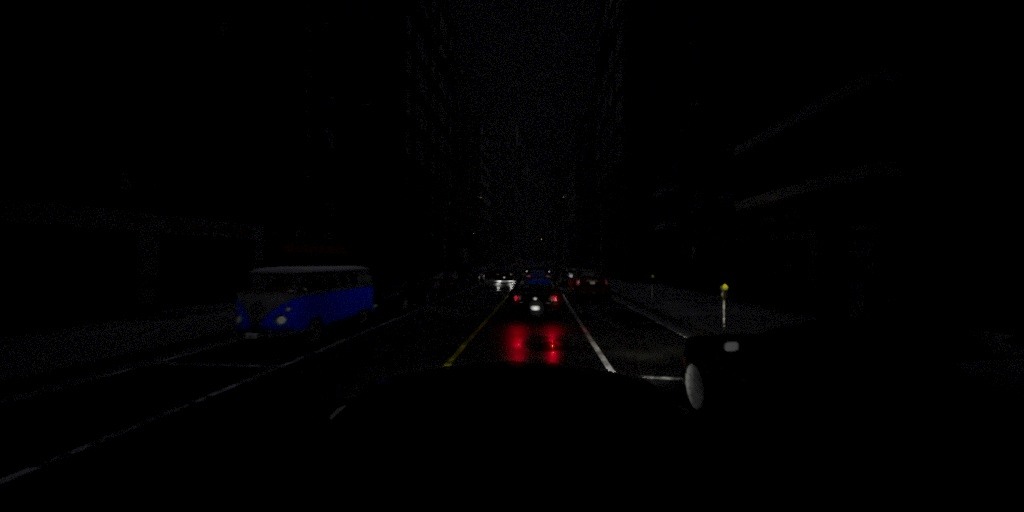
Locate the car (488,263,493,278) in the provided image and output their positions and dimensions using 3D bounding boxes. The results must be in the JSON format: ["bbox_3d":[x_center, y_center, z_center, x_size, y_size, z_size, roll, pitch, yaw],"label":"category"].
[{"bbox_3d":[-3.080,1.670,36.882,1.802,1.307,4.207,0,0,4],"label":"car"}]

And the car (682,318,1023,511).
[{"bbox_3d":[3.150,1.256,2.979,1.882,1.535,5.008,0,-1,4],"label":"car"}]

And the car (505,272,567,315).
[{"bbox_3d":[0.969,1.480,14.224,1.895,1.301,4.718,0,-1,4],"label":"car"}]

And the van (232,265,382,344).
[{"bbox_3d":[-5.189,1.141,9.458,1.690,1.789,3.998,0,0,4],"label":"van"}]

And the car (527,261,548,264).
[{"bbox_3d":[3.083,1.665,43.508,1.882,1.535,5.008,0,-1,3],"label":"car"}]

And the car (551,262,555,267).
[{"bbox_3d":[5.842,1.749,41.713,1.948,1.339,4.313,0,0,4],"label":"car"}]

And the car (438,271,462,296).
[{"bbox_3d":[-4.345,1.496,20.428,1.802,1.307,4.207,0,0,4],"label":"car"}]

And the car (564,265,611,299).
[{"bbox_3d":[4.155,1.391,19.774,1.967,1.591,4.097,0,0,4],"label":"car"}]

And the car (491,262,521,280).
[{"bbox_3d":[-0.516,1.641,36.189,2.033,1.411,5.357,0,-1,5],"label":"car"}]

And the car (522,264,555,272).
[{"bbox_3d":[1.962,1.579,27.176,1.994,1.385,4.181,0,0,4],"label":"car"}]

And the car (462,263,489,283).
[{"bbox_3d":[-3.501,1.595,31.397,1.948,1.339,4.313,0,0,4],"label":"car"}]

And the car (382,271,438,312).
[{"bbox_3d":[-4.767,1.423,14.943,1.948,1.339,4.313,0,0,4],"label":"car"}]

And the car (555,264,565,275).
[{"bbox_3d":[4.998,1.617,30.743,2.007,1.370,4.403,0,0,4],"label":"car"}]
